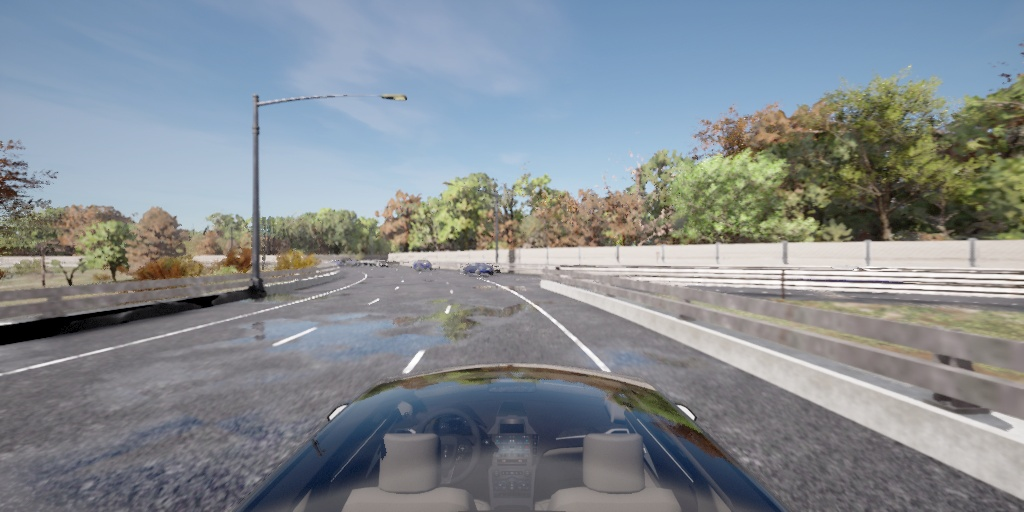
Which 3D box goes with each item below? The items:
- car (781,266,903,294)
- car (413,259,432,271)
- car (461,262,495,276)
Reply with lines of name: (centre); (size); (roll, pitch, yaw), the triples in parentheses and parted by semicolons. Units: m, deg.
car: (17.560, 1.208, 19.490); (4.718, 1.301, 1.895); (0, 0, 35)
car: (-14.080, 1.274, 55.987); (2.097, 1.767, 4.553); (0, 0, -28)
car: (-3.742, 1.347, 38.825); (1.994, 1.385, 4.181); (0, 0, -39)
